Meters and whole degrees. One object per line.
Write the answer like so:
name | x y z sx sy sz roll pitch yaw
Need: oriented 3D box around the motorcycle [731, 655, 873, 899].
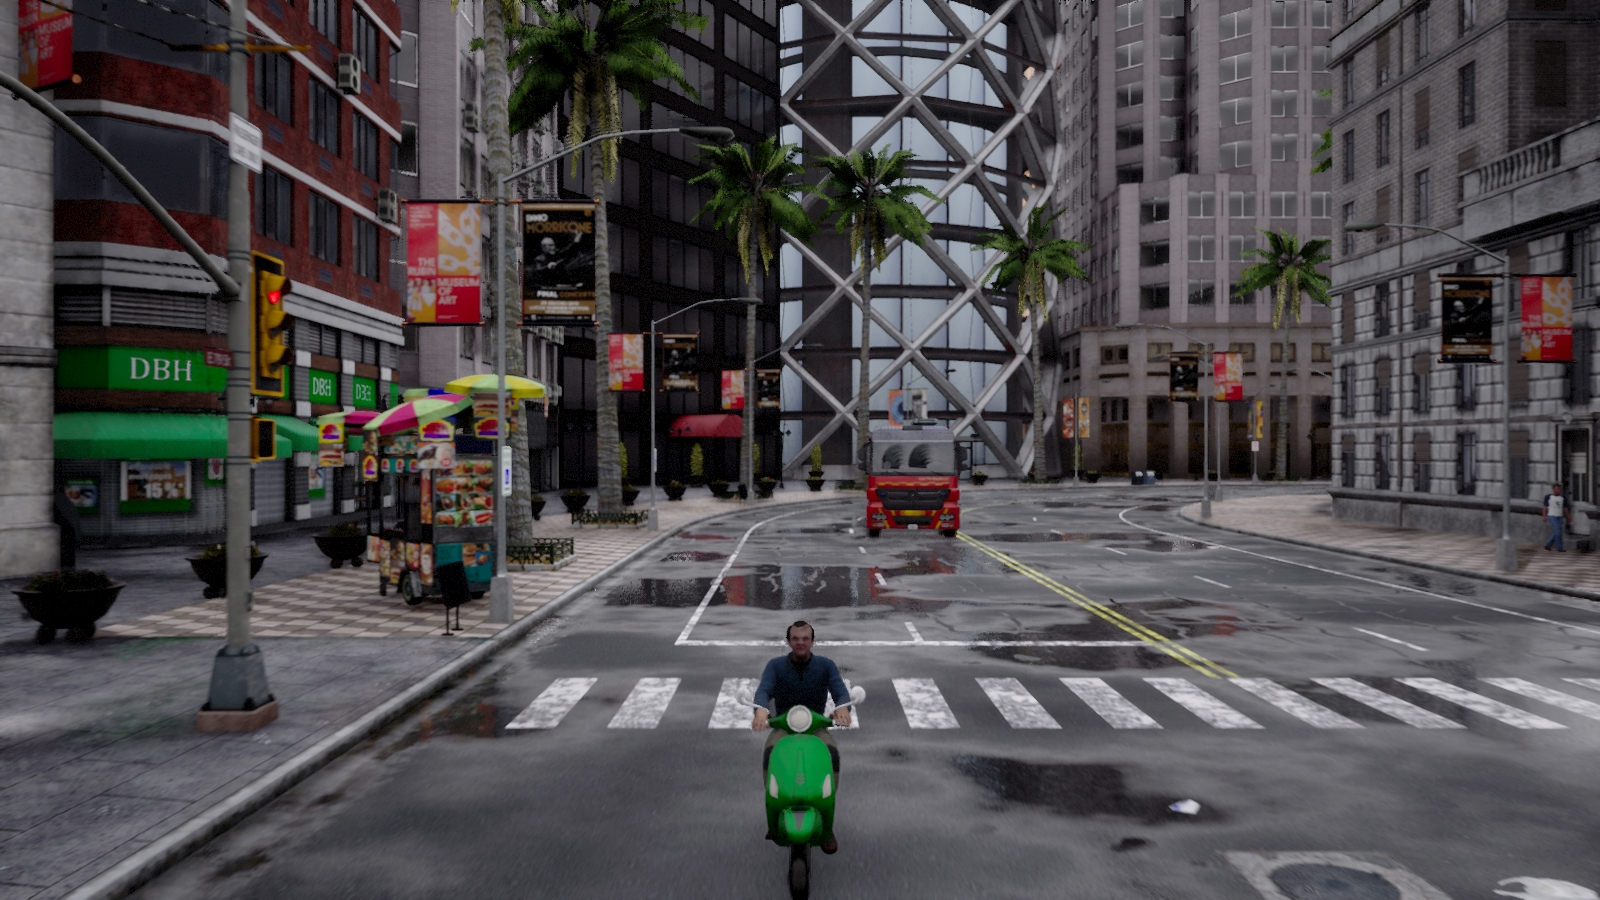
motorcycle | 0.016 2.182 7.808 0.856 1.236 1.805 0 0 0

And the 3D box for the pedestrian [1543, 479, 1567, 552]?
pedestrian | 19.581 1.696 29.642 0.375 1.860 0.375 0 0 0

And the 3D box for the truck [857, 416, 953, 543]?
truck | 3.505 0.890 38.781 2.891 3.827 8.468 0 0 5
